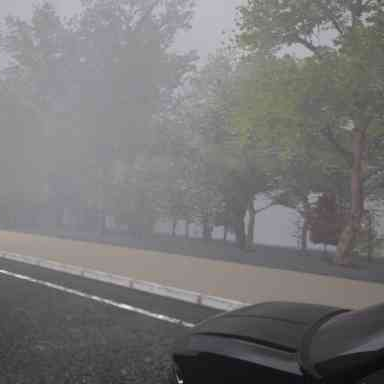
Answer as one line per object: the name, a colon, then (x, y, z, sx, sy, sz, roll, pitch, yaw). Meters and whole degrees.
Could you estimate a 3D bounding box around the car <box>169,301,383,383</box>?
car: (2.072, 1.479, 2.208, 5.008, 1.535, 1.882, 0, 0, 36)
